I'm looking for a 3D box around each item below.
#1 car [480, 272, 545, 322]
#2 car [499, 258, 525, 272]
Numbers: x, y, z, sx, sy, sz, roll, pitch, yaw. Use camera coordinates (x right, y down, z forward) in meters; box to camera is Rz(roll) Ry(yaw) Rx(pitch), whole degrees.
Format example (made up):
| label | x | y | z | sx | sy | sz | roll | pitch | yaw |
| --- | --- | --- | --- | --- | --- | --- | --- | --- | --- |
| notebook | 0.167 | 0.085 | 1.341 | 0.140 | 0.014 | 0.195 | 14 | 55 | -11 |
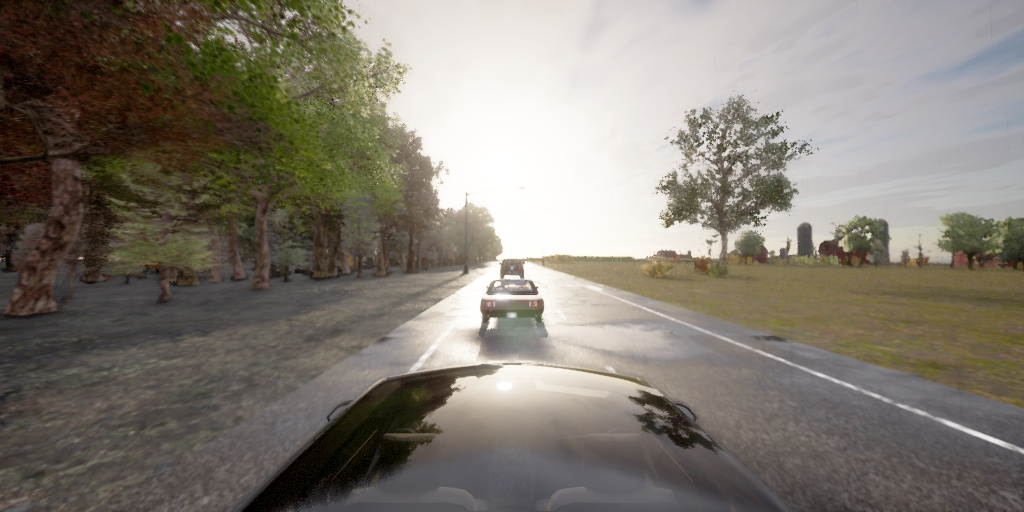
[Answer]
| label | x | y | z | sx | sy | sz | roll | pitch | yaw |
| --- | --- | --- | --- | --- | --- | --- | --- | --- | --- |
| car | 0.006 | 1.421 | 12.490 | 1.895 | 1.301 | 4.718 | 0 | 0 | 0 |
| car | 0.012 | 1.175 | 33.120 | 2.150 | 2.045 | 5.566 | 0 | 0 | 0 |
